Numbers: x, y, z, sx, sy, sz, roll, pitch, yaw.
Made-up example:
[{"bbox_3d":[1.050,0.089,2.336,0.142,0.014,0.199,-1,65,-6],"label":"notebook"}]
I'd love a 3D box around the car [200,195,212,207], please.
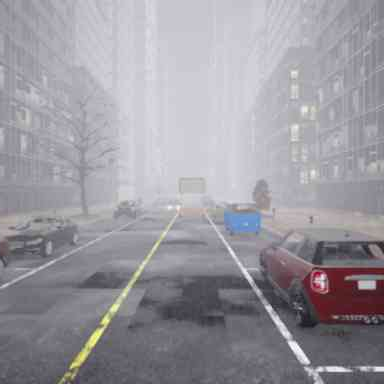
[{"bbox_3d":[2.668,1.642,52.573,1.947,1.339,4.313,0,0,0],"label":"car"}]

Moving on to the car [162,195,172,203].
[{"bbox_3d":[-5.720,1.544,75.354,1.967,1.590,4.097,0,0,0],"label":"car"}]

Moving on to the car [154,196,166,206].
[{"bbox_3d":[-5.714,1.608,58.107,1.752,1.417,4.829,0,0,0],"label":"car"}]

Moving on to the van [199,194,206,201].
[{"bbox_3d":[2.657,1.457,86.726,1.690,1.788,3.998,0,0,0],"label":"van"}]

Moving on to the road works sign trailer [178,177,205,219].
[{"bbox_3d":[-0.012,0.509,29.385,2.380,3.560,2.880,0,0,0],"label":"road works sign trailer"}]

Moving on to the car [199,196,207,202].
[{"bbox_3d":[2.659,1.692,81.034,1.802,1.307,4.206,0,0,0],"label":"car"}]

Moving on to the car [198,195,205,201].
[{"bbox_3d":[2.656,1.666,92.419,1.887,1.381,4.507,0,0,0],"label":"car"}]

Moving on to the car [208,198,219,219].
[{"bbox_3d":[2.675,1.571,29.975,1.752,1.417,4.829,0,0,0],"label":"car"}]

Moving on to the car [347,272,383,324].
[{"bbox_3d":[2.685,1.553,1.344,2.008,1.369,4.403,0,0,0],"label":"car"}]

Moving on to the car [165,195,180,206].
[{"bbox_3d":[-3.073,1.683,57.908,1.895,1.301,4.718,0,0,1],"label":"car"}]

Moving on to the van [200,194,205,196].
[{"bbox_3d":[2.665,1.424,58.265,1.690,1.788,3.998,0,0,0],"label":"van"}]

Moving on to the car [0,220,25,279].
[{"bbox_3d":[-5.698,1.556,7.051,1.887,1.381,4.507,0,0,0],"label":"car"}]

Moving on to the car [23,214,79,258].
[{"bbox_3d":[-5.700,1.570,12.742,2.008,1.369,4.403,0,0,0],"label":"car"}]

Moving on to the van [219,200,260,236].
[{"bbox_3d":[2.678,1.369,18.421,1.690,1.788,3.998,0,0,0],"label":"van"}]

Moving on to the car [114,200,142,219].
[{"bbox_3d":[-5.706,1.485,29.818,1.967,1.590,4.097,0,0,0],"label":"car"}]

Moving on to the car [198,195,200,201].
[{"bbox_3d":[2.664,1.531,63.958,1.967,1.590,4.097,0,0,0],"label":"car"}]

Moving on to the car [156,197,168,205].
[{"bbox_3d":[-5.716,1.672,63.970,1.802,1.307,4.206,0,0,0],"label":"car"}]

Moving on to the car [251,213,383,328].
[{"bbox_3d":[2.682,1.451,7.037,1.967,1.590,4.097,0,0,0],"label":"car"}]
